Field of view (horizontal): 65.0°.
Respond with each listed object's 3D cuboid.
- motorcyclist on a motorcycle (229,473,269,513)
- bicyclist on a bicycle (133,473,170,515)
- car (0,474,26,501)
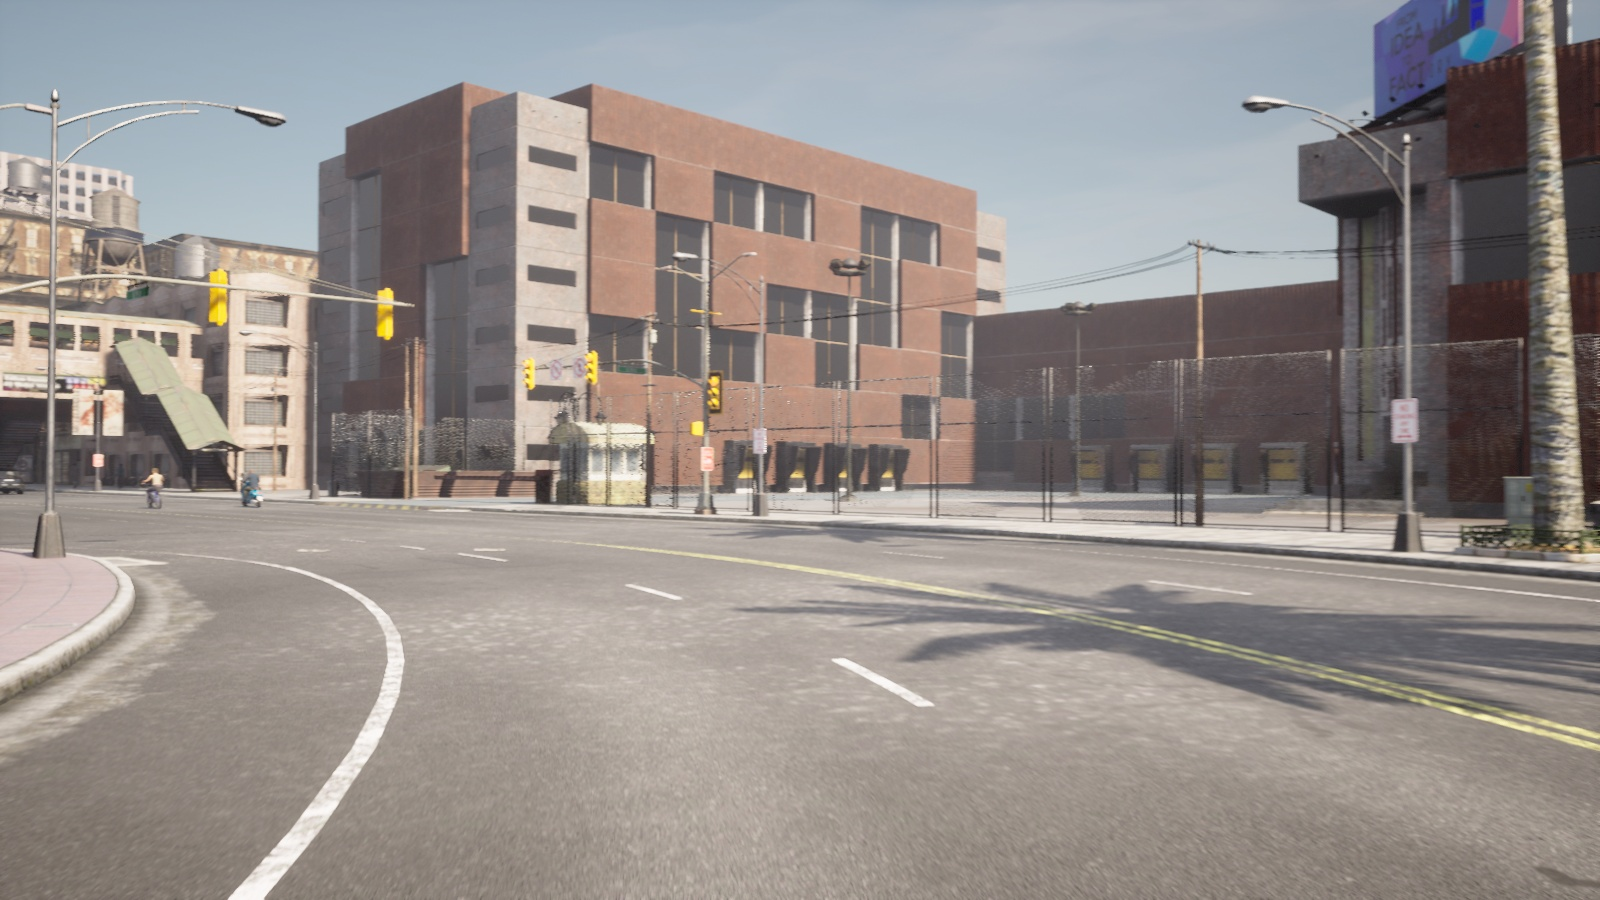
[{"bbox_3d":[-22.662,1.751,51.630,1.817,1.590,0.866,-1,-1,44],"label":"motorcyclist on a motorcycle"},{"bbox_3d":[-25.641,1.716,49.635,1.509,1.612,0.866,-1,-1,44],"label":"bicyclist on a bicycle"},{"bbox_3d":[-49.394,2.293,77.090,4.856,1.649,2.033,-1,-1,44],"label":"car"}]
